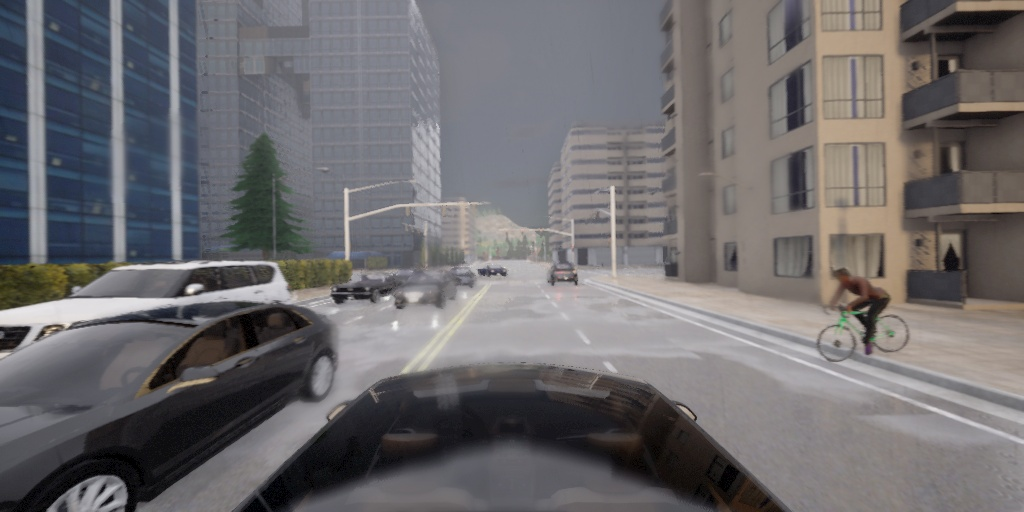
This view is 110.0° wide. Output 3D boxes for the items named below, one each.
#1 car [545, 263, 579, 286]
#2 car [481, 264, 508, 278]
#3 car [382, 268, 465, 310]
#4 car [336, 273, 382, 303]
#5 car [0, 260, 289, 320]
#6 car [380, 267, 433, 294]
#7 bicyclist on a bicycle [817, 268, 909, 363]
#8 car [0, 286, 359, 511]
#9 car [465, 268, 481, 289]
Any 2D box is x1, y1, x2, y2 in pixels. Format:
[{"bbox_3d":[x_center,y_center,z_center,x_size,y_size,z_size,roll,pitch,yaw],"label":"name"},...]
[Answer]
[{"bbox_3d":[3.526,1.259,25.766,2.128,1.511,4.902,-1,0,0],"label":"car"},{"bbox_3d":[-2.147,1.511,36.614,1.895,1.301,4.718,-1,0,-22],"label":"car"},{"bbox_3d":[-3.574,1.356,15.539,2.128,1.511,4.902,-1,0,0],"label":"car"},{"bbox_3d":[-7.056,1.536,17.900,1.895,1.301,4.718,-1,0,0],"label":"car"},{"bbox_3d":[-7.120,1.122,7.609,2.150,2.045,5.566,-1,0,0],"label":"car"},{"bbox_3d":[-6.973,1.557,24.366,2.033,1.411,5.357,-1,0,0],"label":"car"},{"bbox_3d":[6.120,1.005,6.338,1.656,1.620,0.582,-10,0,0],"label":"bicyclist on a bicycle"},{"bbox_3d":[-3.620,1.327,3.748,1.837,1.490,4.892,-1,0,0],"label":"car"},{"bbox_3d":[-3.474,1.494,24.359,1.994,1.385,4.181,-1,0,0],"label":"car"}]
